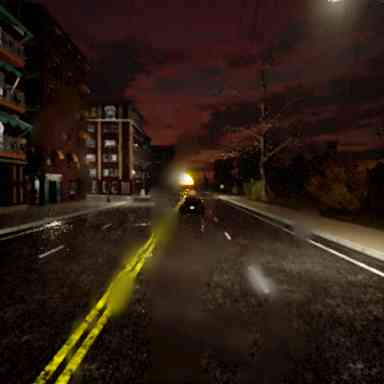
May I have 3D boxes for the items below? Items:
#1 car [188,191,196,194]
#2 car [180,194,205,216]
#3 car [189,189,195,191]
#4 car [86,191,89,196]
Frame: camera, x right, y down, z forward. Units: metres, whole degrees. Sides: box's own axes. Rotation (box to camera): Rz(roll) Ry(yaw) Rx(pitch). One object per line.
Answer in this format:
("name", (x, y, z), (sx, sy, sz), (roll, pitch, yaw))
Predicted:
("car", (0.120, 0.907, 44.155), (1.895, 1.301, 4.718), (0, 1, 0))
("car", (0.010, 1.133, 27.233), (1.994, 1.385, 4.181), (0, 1, 0))
("car", (0.041, 0.057, 83.634), (2.097, 1.767, 4.553), (0, 1, 0))
("car", (-22.766, 0.188, 66.193), (4.403, 1.369, 2.008), (1, 1, -1))
